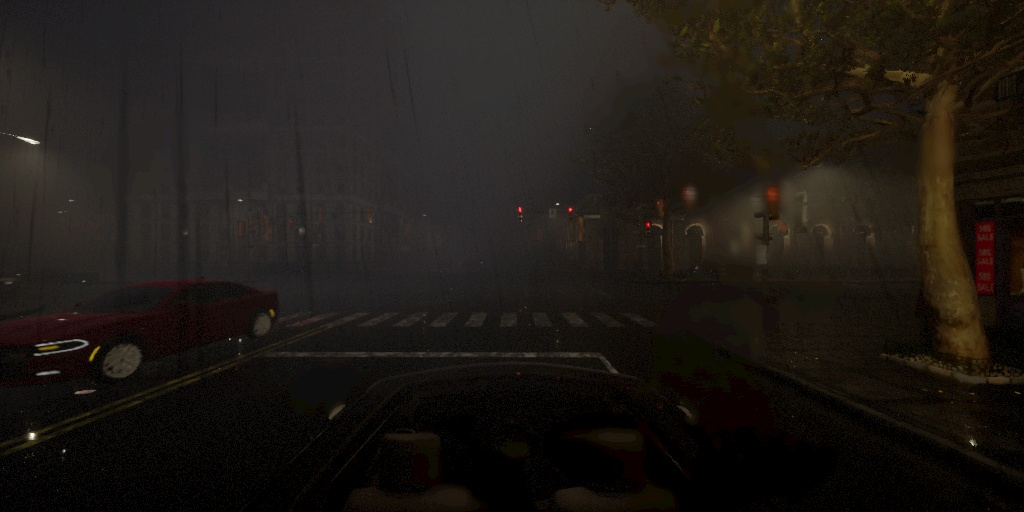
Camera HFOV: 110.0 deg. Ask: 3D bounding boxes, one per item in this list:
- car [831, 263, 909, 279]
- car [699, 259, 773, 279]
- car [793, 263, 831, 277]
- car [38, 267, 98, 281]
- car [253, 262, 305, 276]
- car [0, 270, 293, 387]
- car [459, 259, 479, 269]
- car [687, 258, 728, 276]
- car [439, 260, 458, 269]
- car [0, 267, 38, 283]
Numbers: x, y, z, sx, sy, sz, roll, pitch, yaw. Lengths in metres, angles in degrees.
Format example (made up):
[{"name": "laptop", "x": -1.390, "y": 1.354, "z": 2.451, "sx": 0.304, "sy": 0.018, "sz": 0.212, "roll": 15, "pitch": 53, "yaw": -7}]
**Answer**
[{"name": "car", "x": 31.157, "y": 1.351, "z": 31.161, "sx": 4.718, "sy": 1.301, "sz": 1.895, "roll": 0, "pitch": 0, "yaw": 1}, {"name": "car", "x": 19.441, "y": 1.255, "z": 31.269, "sx": 4.892, "sy": 1.490, "sz": 1.837, "roll": 0, "pitch": 0, "yaw": 1}, {"name": "car", "x": 30.569, "y": 1.351, "z": 34.667, "sx": 4.718, "sy": 1.301, "sz": 1.895, "roll": 0, "pitch": 0, "yaw": 1}, {"name": "car", "x": -30.273, "y": 1.351, "z": 23.532, "sx": 4.718, "sy": 1.301, "sz": 1.895, "roll": 0, "pitch": 0, "yaw": 1}, {"name": "car", "x": -22.805, "y": 1.276, "z": 35.143, "sx": 4.674, "sy": 1.442, "sz": 1.812, "roll": 0, "pitch": 0, "yaw": 0}, {"name": "car", "x": -7.026, "y": 1.227, "z": 7.283, "sx": 1.882, "sy": 1.535, "sz": 5.008, "roll": 0, "pitch": 0, "yaw": 1}, {"name": "car", "x": -6.869, "y": 1.228, "z": 57.776, "sx": 1.882, "sy": 1.535, "sz": 5.008, "roll": 0, "pitch": 0, "yaw": 1}, {"name": "car", "x": 19.463, "y": 1.102, "z": 34.771, "sx": 4.553, "sy": 1.767, "sz": 2.097, "roll": 0, "pitch": 0, "yaw": 0}, {"name": "car", "x": -10.376, "y": 1.314, "z": 57.312, "sx": 1.994, "sy": 1.385, "sz": 4.181, "roll": 0, "pitch": 0, "yaw": 1}, {"name": "car", "x": -30.496, "y": 1.242, "z": 20.035, "sx": 4.902, "sy": 1.511, "sz": 2.128, "roll": 0, "pitch": 0, "yaw": 1}]
